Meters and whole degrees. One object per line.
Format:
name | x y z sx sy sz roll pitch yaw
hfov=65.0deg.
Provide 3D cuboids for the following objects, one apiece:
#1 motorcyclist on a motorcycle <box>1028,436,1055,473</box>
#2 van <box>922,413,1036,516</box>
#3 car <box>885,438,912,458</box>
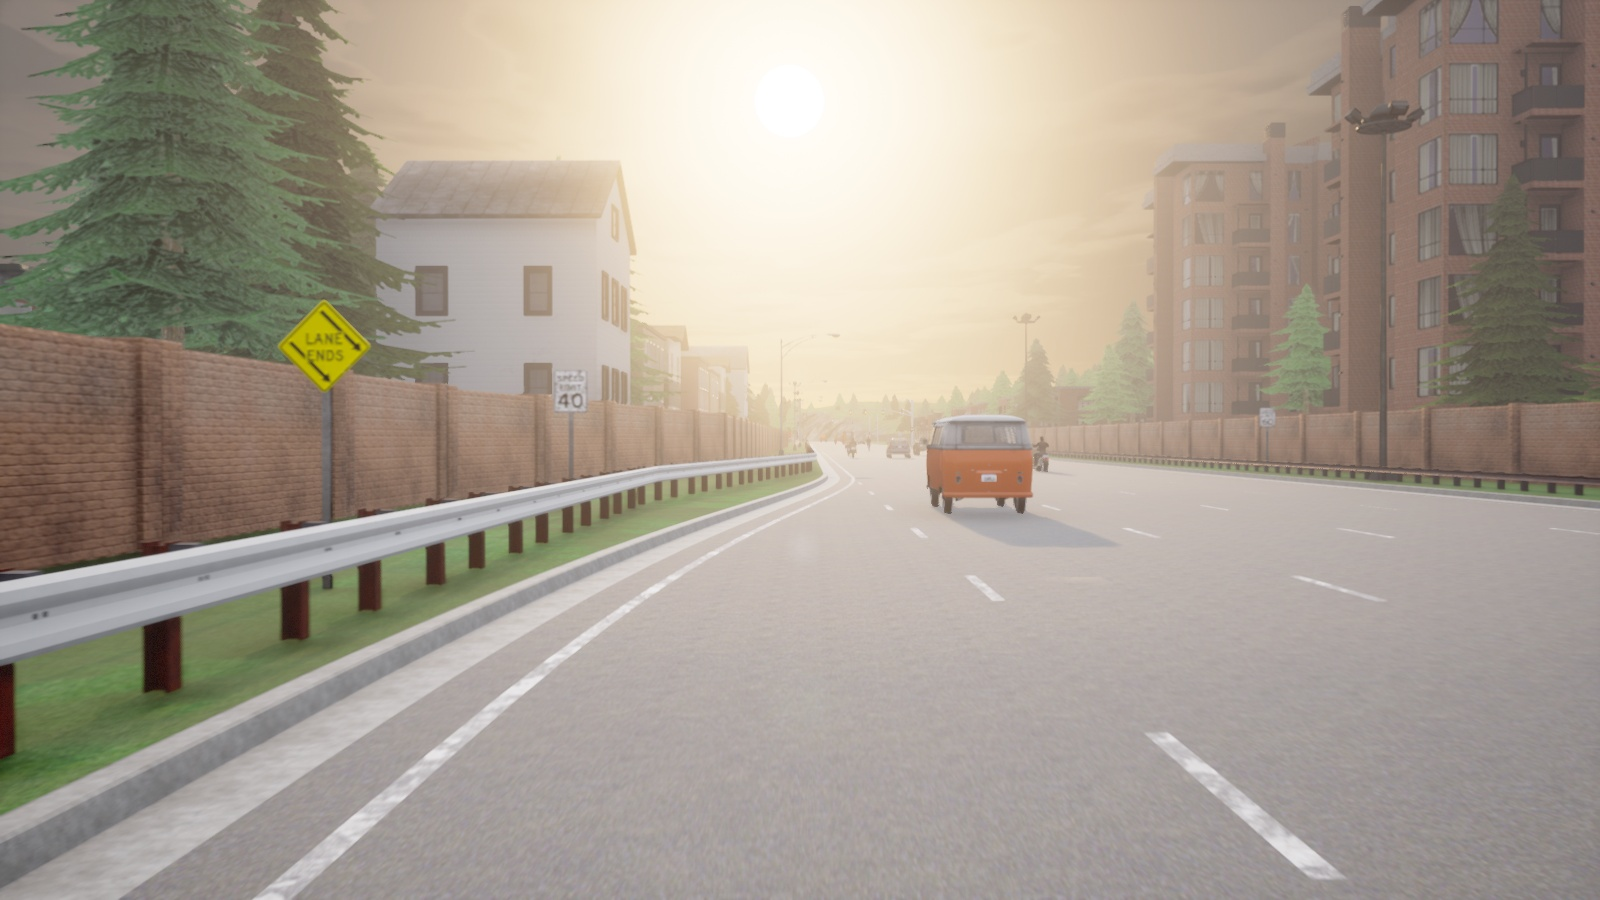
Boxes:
motorcyclist on a motorcycle | 10.834 0.188 56.500 0.766 1.649 2.350 0 0 0
van | 3.664 0.260 26.394 1.775 1.987 4.442 0 1 0
car | 7.562 -0.156 96.915 1.789 1.549 3.705 0 1 0
